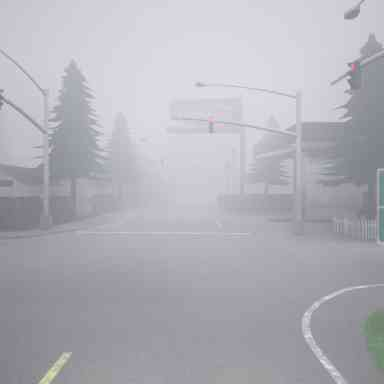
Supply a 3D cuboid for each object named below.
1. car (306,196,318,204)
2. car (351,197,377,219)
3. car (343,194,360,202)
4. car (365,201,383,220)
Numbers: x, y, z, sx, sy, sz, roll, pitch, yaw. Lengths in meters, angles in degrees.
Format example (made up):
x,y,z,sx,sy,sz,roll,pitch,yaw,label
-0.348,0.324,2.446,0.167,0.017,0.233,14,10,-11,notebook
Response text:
x,y,z,sx,sy,sz,roll,pitch,yaw,label
22.753,1.552,63.957,1.970,1.475,3.806,0,0,0,car
14.465,1.505,24.923,3.866,1.878,1.905,0,0,0,car
35.187,1.489,71.700,2.007,1.523,4.514,0,0,0,car
18.814,1.672,30.576,4.611,1.667,2.242,0,0,0,car
